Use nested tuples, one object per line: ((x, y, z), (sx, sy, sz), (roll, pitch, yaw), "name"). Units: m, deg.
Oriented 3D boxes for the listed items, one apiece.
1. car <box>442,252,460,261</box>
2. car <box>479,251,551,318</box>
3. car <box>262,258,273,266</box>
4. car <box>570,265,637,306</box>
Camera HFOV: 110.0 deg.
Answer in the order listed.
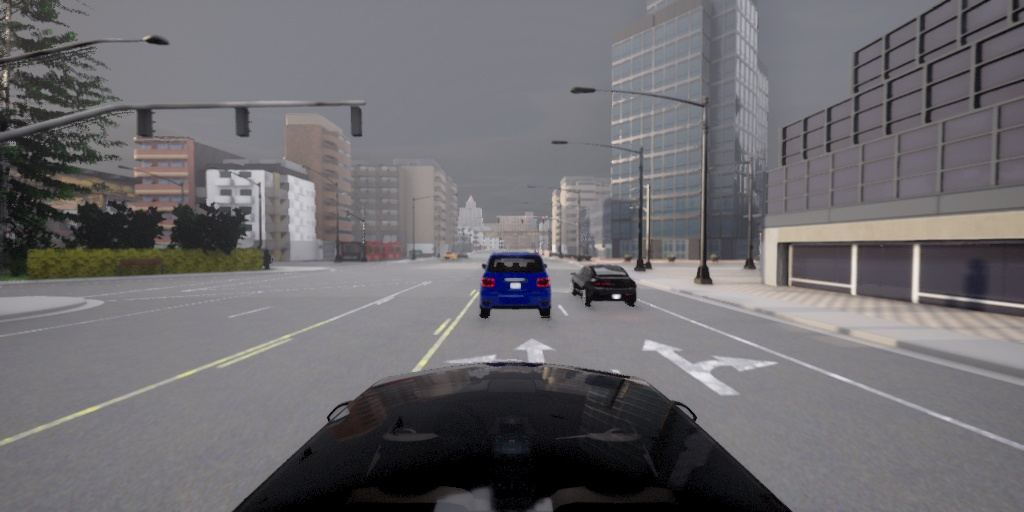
((-10.539, 0.017, 61.004), (1.882, 1.535, 5.008), (0, 1, 1), "car")
((0.096, 0.846, 12.627), (2.150, 2.045, 5.566), (0, 2, 0), "car")
((-28.538, 0.540, 39.010), (4.181, 1.385, 1.994), (0, 2, 1), "car")
((3.606, 1.087, 14.722), (1.837, 1.490, 4.892), (0, 1, 0), "car")
